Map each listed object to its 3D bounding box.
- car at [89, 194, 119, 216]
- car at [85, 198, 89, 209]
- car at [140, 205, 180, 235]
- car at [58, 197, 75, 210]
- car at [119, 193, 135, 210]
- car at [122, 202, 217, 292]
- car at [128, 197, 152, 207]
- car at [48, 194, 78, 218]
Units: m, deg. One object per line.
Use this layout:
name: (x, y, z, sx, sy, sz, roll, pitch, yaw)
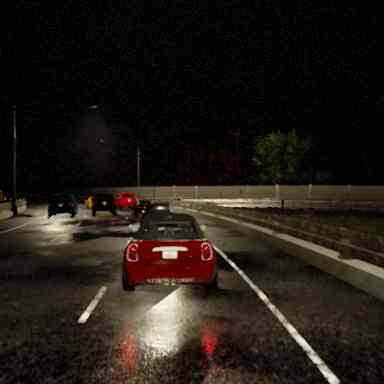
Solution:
car: (-8.628, 1.176, 32.382, 2.150, 2.045, 5.566, 0, 0, -17)
car: (-12.920, 1.420, 43.803, 1.882, 1.535, 5.008, 0, 0, -23)
car: (-1.982, 1.534, 19.442, 1.994, 1.385, 4.181, 0, 0, -10)
car: (-16.122, 1.454, 42.436, 1.837, 1.490, 4.892, 0, 0, -23)
car: (-8.582, 1.161, 42.570, 2.150, 2.045, 5.566, 0, 0, -22)
car: (-0.629, 1.338, 9.140, 2.097, 1.767, 4.553, 0, 0, -4)
car: (-4.507, 1.460, 30.679, 1.837, 1.490, 4.892, 0, 0, -16)
car: (-11.549, 1.186, 29.916, 2.150, 2.045, 5.566, 0, 0, -16)
